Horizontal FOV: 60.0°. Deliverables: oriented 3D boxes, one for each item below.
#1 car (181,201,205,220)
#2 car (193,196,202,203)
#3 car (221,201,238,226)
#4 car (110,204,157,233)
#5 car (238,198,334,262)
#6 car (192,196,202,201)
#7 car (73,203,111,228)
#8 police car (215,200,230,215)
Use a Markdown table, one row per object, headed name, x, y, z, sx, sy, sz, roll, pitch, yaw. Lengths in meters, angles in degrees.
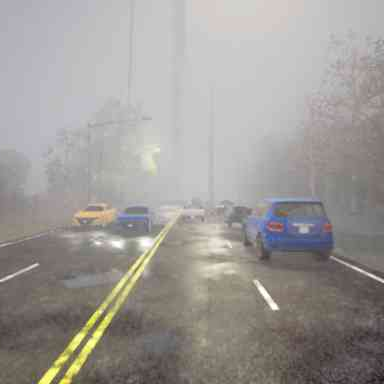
| name | x | y | z | sx | sy | sz | roll | pitch | yaw |
| --- | --- | --- | --- | --- | --- | --- | --- | --- | --- |
| car | 0.100 | 1.684 | 28.567 | 1.895 | 1.301 | 4.718 | 0 | 0 | 1 |
| car | 1.284 | 1.629 | 75.695 | 1.812 | 1.442 | 4.674 | 0 | 0 | 2 |
| car | 3.309 | 1.572 | 23.278 | 1.812 | 1.442 | 4.674 | 0 | -1 | 0 |
| car | -3.306 | 1.541 | 20.407 | 1.882 | 1.535 | 5.008 | 0 | 0 | 0 |
| car | 3.259 | 1.238 | 12.345 | 2.150 | 2.045 | 5.566 | 0 | -1 | 0 |
| car | 0.780 | 1.621 | 58.427 | 2.033 | 1.411 | 5.357 | -2 | 0 | 0 |
| car | -6.539 | 1.549 | 22.913 | 1.882 | 1.535 | 5.008 | 0 | 0 | 0 |
| police car | 3.428 | 1.575 | 34.246 | 2.038 | 1.542 | 4.974 | 0 | -1 | 1 |
